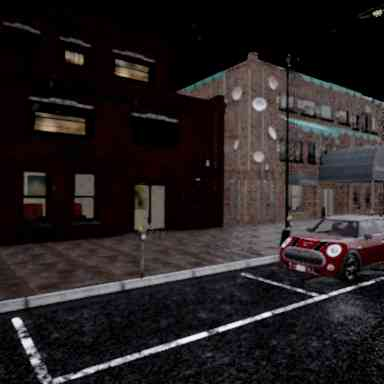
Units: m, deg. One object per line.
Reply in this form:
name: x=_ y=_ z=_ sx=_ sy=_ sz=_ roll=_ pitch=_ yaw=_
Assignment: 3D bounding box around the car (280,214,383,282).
car: x=4.426 y=1.426 z=9.701 sx=4.097 sy=1.590 sz=1.967 roll=0 pitch=1 yaw=-35
